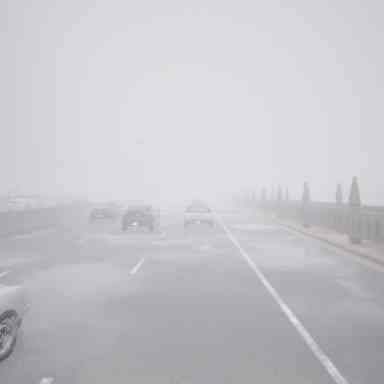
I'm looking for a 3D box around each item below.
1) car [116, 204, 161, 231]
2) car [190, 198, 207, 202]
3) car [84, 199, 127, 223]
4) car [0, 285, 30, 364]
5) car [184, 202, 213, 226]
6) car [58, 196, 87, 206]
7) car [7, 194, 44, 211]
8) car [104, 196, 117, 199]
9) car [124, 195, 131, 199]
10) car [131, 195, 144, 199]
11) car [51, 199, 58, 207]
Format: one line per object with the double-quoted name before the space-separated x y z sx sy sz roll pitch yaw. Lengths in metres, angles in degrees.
"car" -3.089 1.503 20.728 1.837 1.490 4.892 0 0 1
"car" 0.793 1.507 41.418 1.837 1.490 4.892 0 0 1
"car" -6.498 1.522 25.788 1.812 1.442 4.674 0 0 1
"car" -3.369 1.599 2.870 1.895 1.301 4.718 0 0 0
"car" 0.453 1.602 23.079 1.895 1.301 4.718 0 0 1
"car" -13.436 1.483 39.228 2.128 1.511 4.902 0 0 1
"car" -20.400 1.211 40.977 2.150 2.045 5.566 0 0 1
"car" -19.599 1.612 79.901 1.895 1.301 4.718 0 0 1
"car" -16.009 1.551 84.735 2.128 1.511 4.902 0 0 1
"car" -12.599 1.499 79.802 1.882 1.535 5.008 0 0 1
"car" -16.839 1.341 44.074 2.097 1.767 4.553 0 0 1
